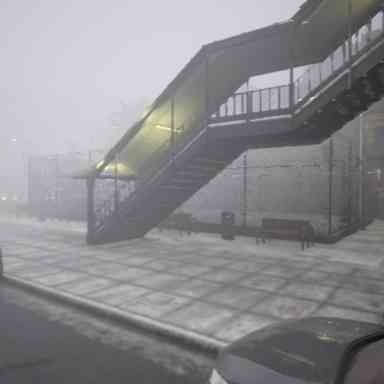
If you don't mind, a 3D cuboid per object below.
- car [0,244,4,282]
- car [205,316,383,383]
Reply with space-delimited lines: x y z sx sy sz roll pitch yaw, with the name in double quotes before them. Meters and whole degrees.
"car" -6.543 1.263 8.014 4.553 1.767 2.185 1 0 35
"car" 2.186 1.489 1.700 2.231 1.521 4.892 0 0 -45
